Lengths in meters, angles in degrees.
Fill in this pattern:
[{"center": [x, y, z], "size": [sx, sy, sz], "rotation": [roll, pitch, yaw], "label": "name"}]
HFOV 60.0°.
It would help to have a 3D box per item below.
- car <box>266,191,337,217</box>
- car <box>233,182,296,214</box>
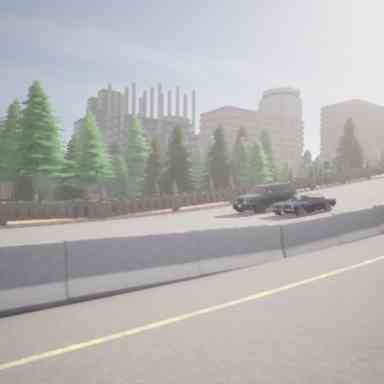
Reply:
[{"center": [7.469, 0.811, 22.112], "size": [4.718, 1.301, 1.895], "rotation": [-6, 3, -35], "label": "car"}, {"center": [5.600, 0.417, 25.070], "size": [5.566, 2.045, 2.150], "rotation": [-6, 3, -35], "label": "car"}]
